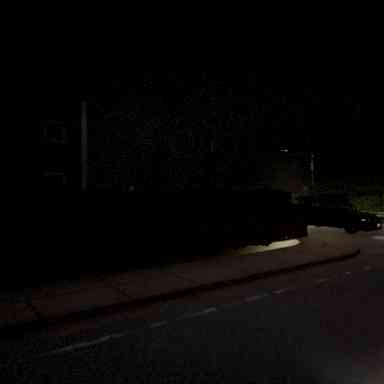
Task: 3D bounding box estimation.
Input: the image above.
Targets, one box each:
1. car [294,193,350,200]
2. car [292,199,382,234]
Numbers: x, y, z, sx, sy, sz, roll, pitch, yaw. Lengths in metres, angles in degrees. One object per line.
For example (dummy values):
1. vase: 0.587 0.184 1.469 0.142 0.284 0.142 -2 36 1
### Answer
1. car: 8.698 1.107 24.021 2.150 2.045 5.566 0 0 -35
2. car: 7.942 1.397 18.675 2.128 1.511 4.902 0 0 -35
